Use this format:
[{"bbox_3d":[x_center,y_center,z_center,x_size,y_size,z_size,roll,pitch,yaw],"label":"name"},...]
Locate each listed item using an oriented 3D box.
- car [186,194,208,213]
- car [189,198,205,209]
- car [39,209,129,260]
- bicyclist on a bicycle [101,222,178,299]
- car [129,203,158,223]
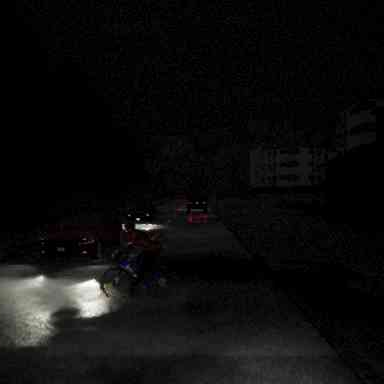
[{"bbox_3d":[0.542,1.221,36.676,2.150,2.045,5.566,0,0,0],"label":"car"},{"bbox_3d":[0.675,1.547,47.252,2.033,1.411,5.357,0,0,0],"label":"car"},{"bbox_3d":[-3.953,1.477,12.639,1.882,1.535,5.008,0,0,1],"label":"car"},{"bbox_3d":[-1.124,1.450,7.005,1.656,1.620,0.582,-2,0,1],"label":"bicyclist on a bicycle"},{"bbox_3d":[-3.768,1.547,26.109,2.033,1.411,5.357,0,0,1],"label":"car"}]
